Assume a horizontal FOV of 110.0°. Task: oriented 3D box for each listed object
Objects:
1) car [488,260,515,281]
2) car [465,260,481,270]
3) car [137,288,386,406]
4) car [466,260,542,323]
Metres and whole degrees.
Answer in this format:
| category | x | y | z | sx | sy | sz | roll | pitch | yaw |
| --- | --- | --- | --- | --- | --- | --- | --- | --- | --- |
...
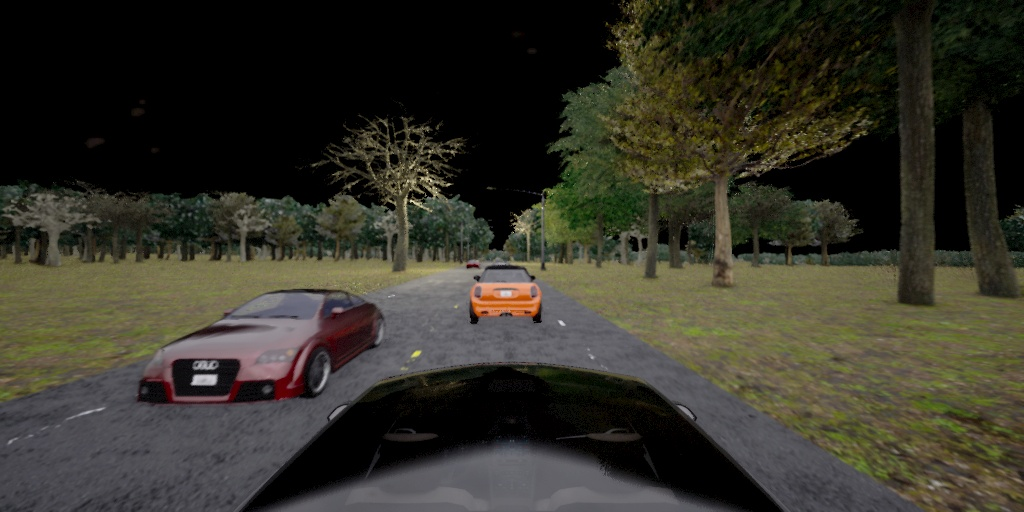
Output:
| category | x | y | z | sx | sy | sz | roll | pitch | yaw |
| --- | --- | --- | --- | --- | --- | --- | --- | --- | --- |
| car | -0.916 | 1.155 | 30.235 | 2.128 | 1.511 | 4.902 | 0 | 0 | -2 |
| car | -5.311 | 1.235 | 49.532 | 1.895 | 1.301 | 4.718 | 0 | 0 | -2 |
| car | -3.733 | 1.285 | 6.263 | 1.994 | 1.385 | 4.181 | 0 | 0 | -2 |
| car | -0.246 | 1.064 | 12.124 | 2.097 | 1.767 | 4.553 | 0 | 0 | -2 |
